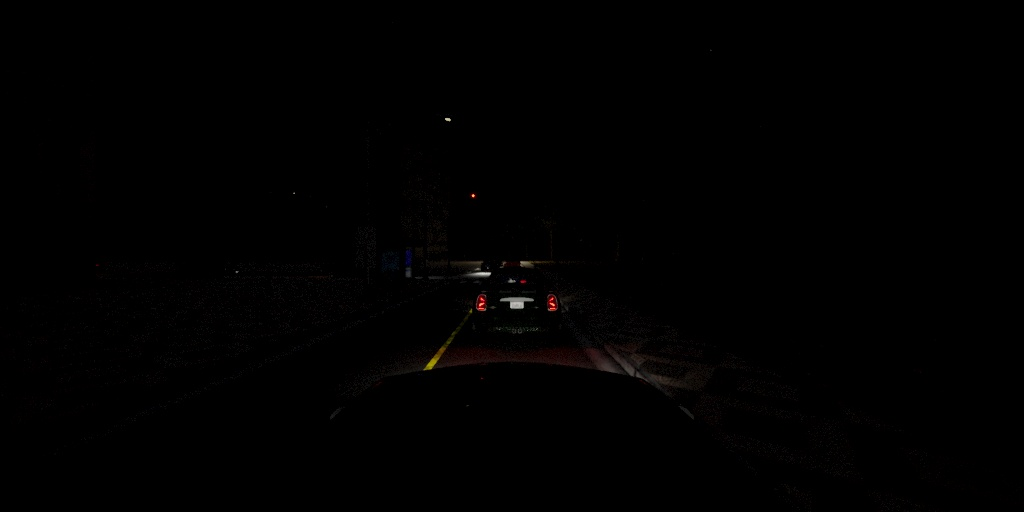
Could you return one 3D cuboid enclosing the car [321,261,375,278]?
[{"bbox_3d":[-14.439,1.192,32.064,4.902,1.511,2.128,0,1,2],"label":"car"}]

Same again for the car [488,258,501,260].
[{"bbox_3d":[-2.949,1.195,46.214,2.128,1.511,4.902,0,0,0],"label":"car"}]

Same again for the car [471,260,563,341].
[{"bbox_3d":[0.117,1.099,10.016,2.097,1.767,4.553,0,0,0],"label":"car"}]

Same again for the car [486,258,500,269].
[{"bbox_3d":[-2.911,1.164,56.476,1.882,1.535,5.008,0,0,0],"label":"car"}]

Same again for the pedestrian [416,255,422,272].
[{"bbox_3d":[-9.965,0.800,38.171,0.375,1.860,0.375,0,0,2],"label":"pedestrian"}]

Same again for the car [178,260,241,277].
[{"bbox_3d":[-27.292,1.153,32.433,4.902,1.511,2.128,1,1,2],"label":"car"}]

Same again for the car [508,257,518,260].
[{"bbox_3d":[0.123,1.048,50.589,2.097,1.767,4.553,0,0,2],"label":"car"}]

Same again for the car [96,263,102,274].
[{"bbox_3d":[-44.294,1.092,36.064,4.892,1.490,1.837,0,1,2],"label":"car"}]
